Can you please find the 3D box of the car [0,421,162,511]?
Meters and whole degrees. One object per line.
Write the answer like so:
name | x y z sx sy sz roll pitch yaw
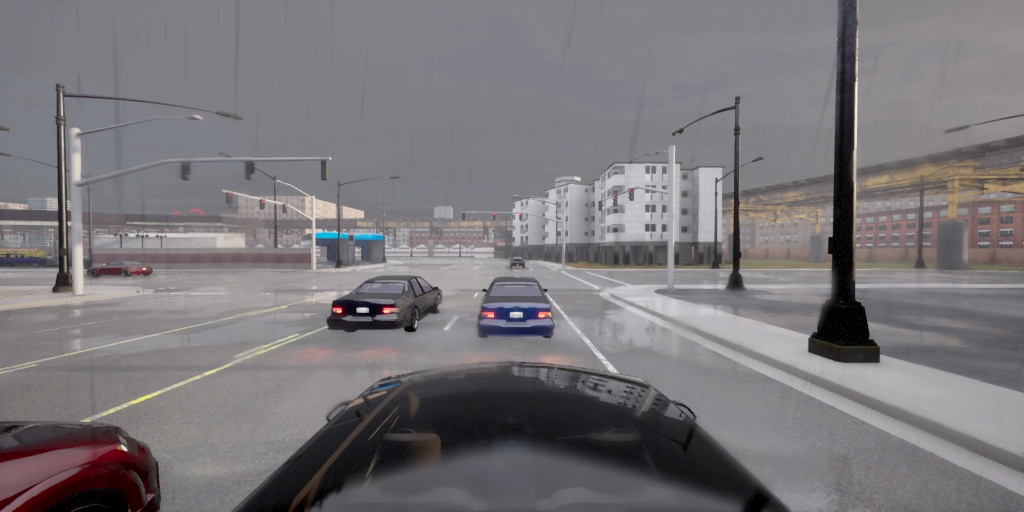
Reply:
car | -3.394 1.314 0.692 1.994 1.385 4.181 0 0 -1

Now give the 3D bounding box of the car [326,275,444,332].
car | -3.409 1.274 10.689 2.033 1.411 5.357 0 0 0

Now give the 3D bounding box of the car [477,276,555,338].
car | 0.088 1.280 10.088 2.033 1.411 5.357 0 0 0

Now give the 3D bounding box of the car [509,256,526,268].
car | 0.694 0.771 46.178 1.837 1.490 4.892 0 1 0

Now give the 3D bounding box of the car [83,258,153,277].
car | -33.771 1.084 30.927 4.181 1.385 1.994 0 1 -1
